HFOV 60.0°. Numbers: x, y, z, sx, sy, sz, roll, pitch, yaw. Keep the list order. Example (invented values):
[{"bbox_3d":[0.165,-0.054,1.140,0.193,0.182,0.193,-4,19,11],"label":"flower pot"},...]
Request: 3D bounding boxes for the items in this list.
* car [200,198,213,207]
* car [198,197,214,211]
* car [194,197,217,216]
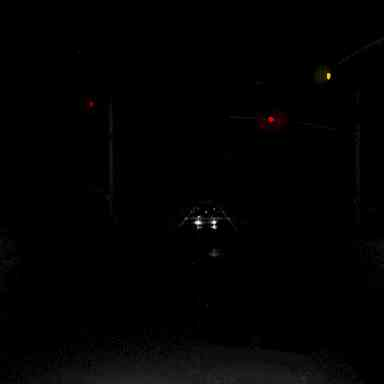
[{"bbox_3d":[2.265,1.546,50.784,1.895,1.301,4.718,0,0,3],"label":"car"},{"bbox_3d":[1.776,1.454,40.647,1.837,1.490,4.892,0,0,3],"label":"car"},{"bbox_3d":[1.349,1.478,31.492,1.812,1.442,4.674,0,0,3],"label":"car"}]
